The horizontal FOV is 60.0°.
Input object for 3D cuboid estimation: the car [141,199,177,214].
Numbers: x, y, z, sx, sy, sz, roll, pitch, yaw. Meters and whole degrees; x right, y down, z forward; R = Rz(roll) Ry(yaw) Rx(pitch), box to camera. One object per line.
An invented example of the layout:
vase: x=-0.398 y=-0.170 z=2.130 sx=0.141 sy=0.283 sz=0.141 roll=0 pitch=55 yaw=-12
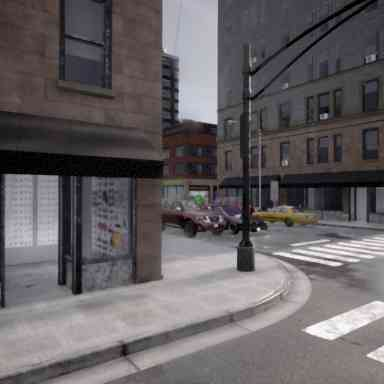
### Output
car: x=-3.685 y=1.530 z=36.431 sx=1.887 sy=1.381 sz=4.507 roll=0 pitch=0 yaw=-36

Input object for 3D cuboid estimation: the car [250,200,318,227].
car: x=6.115 y=1.529 z=22.703 sx=1.752 sy=1.417 sz=4.829 roll=0 pitch=0 yaw=-36

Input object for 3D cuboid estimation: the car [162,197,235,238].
car: x=-0.322 y=1.285 z=17.909 sx=2.192 sy=1.841 sz=5.009 roll=0 pitch=0 yaw=-36

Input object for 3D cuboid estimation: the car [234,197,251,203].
car: x=2.915 y=1.313 z=27.187 sx=2.192 sy=1.841 sz=5.009 roll=0 pitch=0 yaw=-36

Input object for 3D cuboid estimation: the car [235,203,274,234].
car: x=1.796 y=1.528 z=19.250 sx=2.033 sy=1.411 sz=5.357 roll=0 pitch=0 yaw=-38
